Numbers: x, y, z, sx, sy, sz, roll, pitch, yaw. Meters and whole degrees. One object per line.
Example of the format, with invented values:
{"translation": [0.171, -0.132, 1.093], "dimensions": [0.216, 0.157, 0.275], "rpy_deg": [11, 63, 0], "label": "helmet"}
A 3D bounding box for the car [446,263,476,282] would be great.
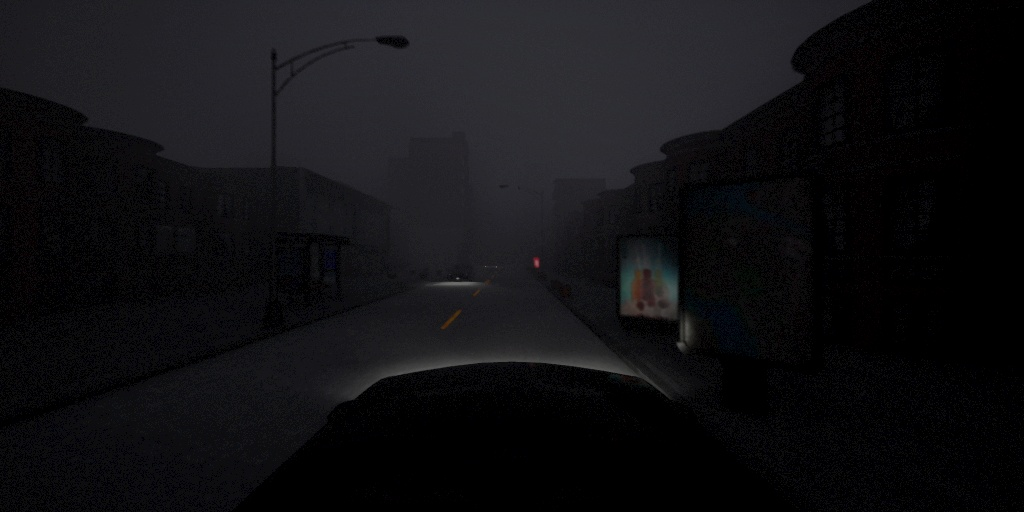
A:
{"translation": [-4.094, 1.310, 29.699], "dimensions": [2.033, 1.411, 5.357], "rpy_deg": [0, 0, 0], "label": "car"}

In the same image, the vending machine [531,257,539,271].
{"translation": [4.263, 1.193, 62.570], "dimensions": [1.100, 2.100, 0.880], "rpy_deg": [0, 0, 0], "label": "vending machine"}
